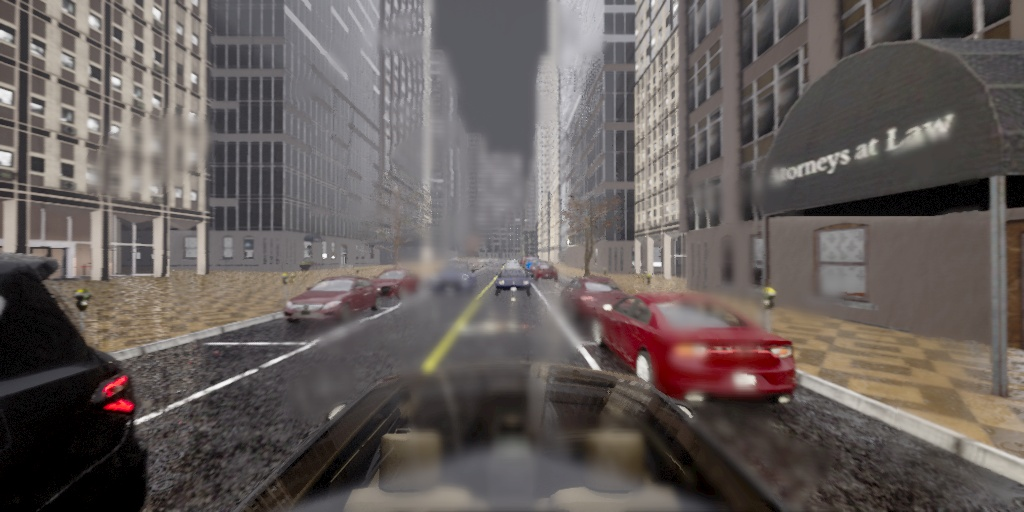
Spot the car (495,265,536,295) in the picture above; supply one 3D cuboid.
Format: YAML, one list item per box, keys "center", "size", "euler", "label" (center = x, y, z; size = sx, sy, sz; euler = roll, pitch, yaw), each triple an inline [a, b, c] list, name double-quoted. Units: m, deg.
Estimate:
- center: [0.086, 1.347, 19.860]
  size: [1.895, 1.301, 4.718]
  euler: [0, 0, 0]
  label: "car"

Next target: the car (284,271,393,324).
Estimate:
- center: [-5.690, 1.331, 11.971]
  size: [1.802, 1.307, 4.207]
  euler: [0, 0, 0]
  label: "car"

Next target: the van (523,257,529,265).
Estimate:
- center: [2.685, 1.077, 45.860]
  size: [1.690, 1.789, 3.998]
  euler: [0, 0, 0]
  label: "van"

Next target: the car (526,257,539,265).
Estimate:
- center: [2.687, 1.181, 34.577]
  size: [1.967, 1.591, 4.097]
  euler: [0, 0, 0]
  label: "car"

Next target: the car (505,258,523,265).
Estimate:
- center: [0.094, 1.263, 45.352]
  size: [1.812, 1.442, 4.674]
  euler: [0, 0, 0]
  label: "car"

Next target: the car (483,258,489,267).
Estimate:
- center: [-5.698, 1.278, 62.758]
  size: [2.007, 1.370, 4.403]
  euler: [0, 0, 0]
  label: "car"

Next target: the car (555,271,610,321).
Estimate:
- center: [2.690, 1.330, 12.011]
  size: [1.802, 1.307, 4.207]
  euler: [0, 0, 0]
  label: "car"

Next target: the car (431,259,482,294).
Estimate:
- center: [-3.063, 1.097, 20.053]
  size: [2.097, 1.767, 4.553]
  euler: [0, 0, 0]
  label: "car"

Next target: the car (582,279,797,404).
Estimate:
- center: [2.692, 1.294, 6.369]
  size: [1.888, 1.381, 4.507]
  euler: [0, 0, 0]
  label: "car"

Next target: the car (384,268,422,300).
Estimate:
- center: [-5.691, 1.292, 17.614]
  size: [1.888, 1.381, 4.507]
  euler: [0, 0, 0]
  label: "car"

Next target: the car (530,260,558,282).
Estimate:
- center: [2.688, 1.288, 28.936]
  size: [1.888, 1.381, 4.507]
  euler: [0, 0, 0]
  label: "car"
